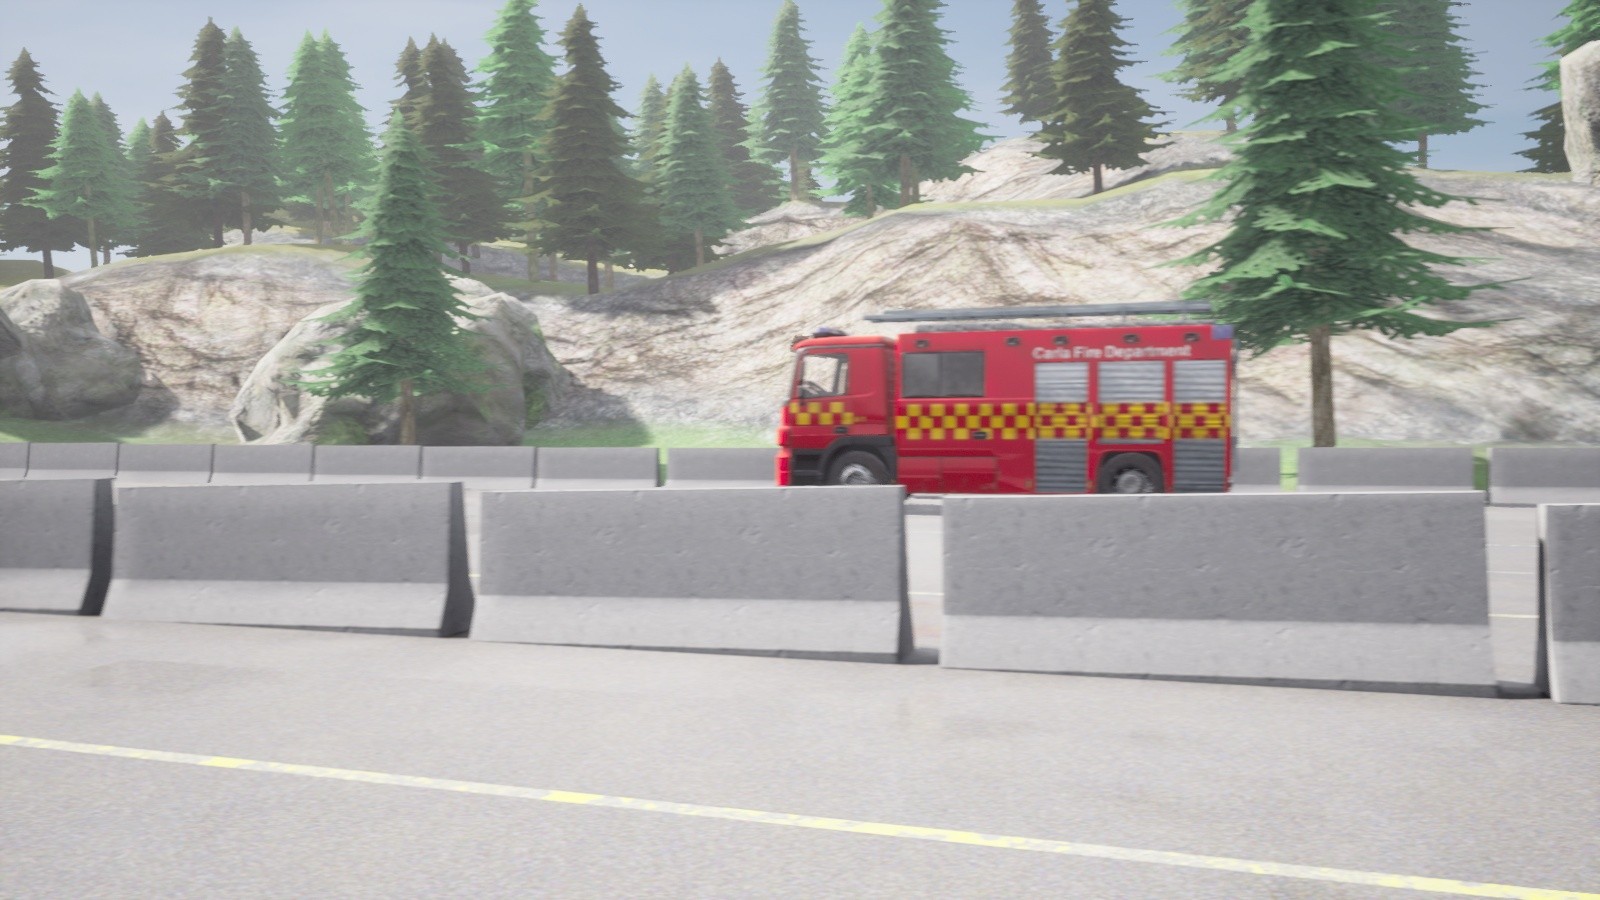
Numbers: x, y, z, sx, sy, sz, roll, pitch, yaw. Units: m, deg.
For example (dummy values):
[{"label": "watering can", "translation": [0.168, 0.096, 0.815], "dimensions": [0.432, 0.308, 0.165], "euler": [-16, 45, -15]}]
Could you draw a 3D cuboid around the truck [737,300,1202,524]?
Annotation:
[{"label": "truck", "translation": [3.272, -0.713, 24.230], "dimensions": [8.468, 3.827, 2.891], "euler": [1, 1, 19]}]
